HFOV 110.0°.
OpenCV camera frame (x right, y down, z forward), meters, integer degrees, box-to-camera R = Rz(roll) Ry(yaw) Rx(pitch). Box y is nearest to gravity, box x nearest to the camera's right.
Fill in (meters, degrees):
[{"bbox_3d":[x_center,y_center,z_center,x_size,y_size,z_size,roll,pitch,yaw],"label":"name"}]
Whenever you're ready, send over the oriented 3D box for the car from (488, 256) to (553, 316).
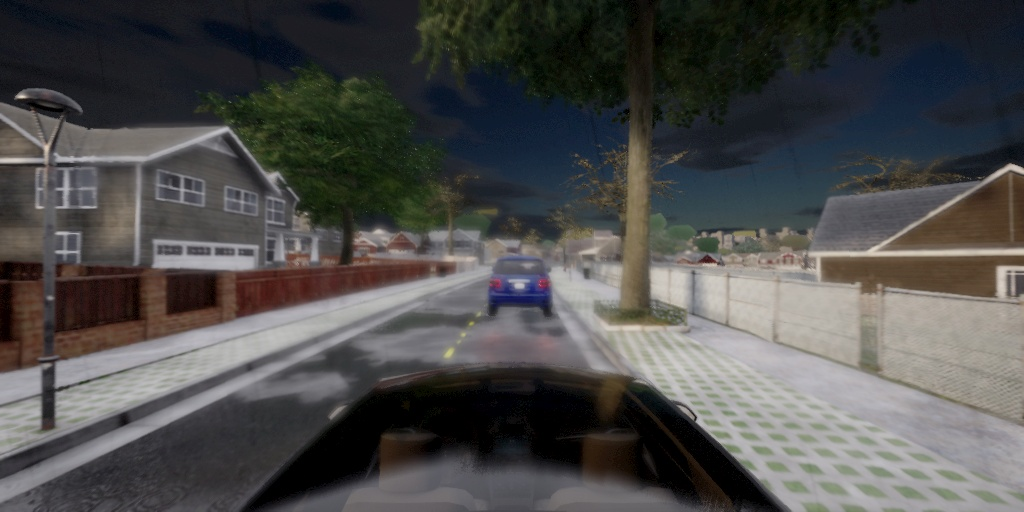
[{"bbox_3d":[0.359,1.022,13.815,2.150,2.045,5.566,0,0,3],"label":"car"}]
